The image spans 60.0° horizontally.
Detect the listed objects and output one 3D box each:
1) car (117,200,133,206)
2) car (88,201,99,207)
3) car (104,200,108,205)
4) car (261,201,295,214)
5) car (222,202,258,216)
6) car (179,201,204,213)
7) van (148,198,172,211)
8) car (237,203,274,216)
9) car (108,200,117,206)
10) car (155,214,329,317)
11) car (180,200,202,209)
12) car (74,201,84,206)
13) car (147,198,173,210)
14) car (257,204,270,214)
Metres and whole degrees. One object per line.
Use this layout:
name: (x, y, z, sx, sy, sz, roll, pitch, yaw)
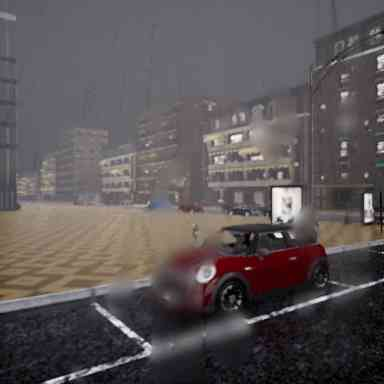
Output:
car: (-16.596, 2.707, 83.764, 1.967, 1.590, 4.097, -1, 0, -36)
car: (-23.378, 2.840, 78.844, 2.008, 1.369, 4.403, -1, 0, -36)
car: (-23.134, 2.977, 92.780, 1.887, 1.381, 4.507, -1, 0, -36)
car: (11.626, 2.005, 45.078, 1.967, 1.590, 4.097, -1, 0, -36)
car: (5.948, 2.105, 38.195, 2.008, 1.369, 4.403, -1, 0, -36)
car: (-0.139, 2.251, 46.664, 1.887, 1.381, 4.507, -1, 0, -36)
van: (-5.065, 2.171, 53.546, 1.690, 1.788, 3.998, -1, 0, -36)
car: (7.667, 2.123, 40.480, 1.994, 1.385, 4.181, 0, -1, -36)
car: (-19.863, 2.915, 88.272, 1.947, 1.339, 4.313, -1, 0, -36)
car: (1.184, 1.466, 7.418, 4.097, 1.590, 1.967, 0, -1, -36)
car: (-0.242, 2.298, 61.227, 1.967, 1.590, 4.097, -1, 0, -36)
car: (-29.918, 2.998, 87.860, 1.887, 1.381, 4.507, -1, 0, -36)
car: (-5.801, 2.112, 59.209, 2.150, 2.045, 5.566, 0, -1, -36)
car: (9.219, 2.024, 33.687, 2.008, 1.369, 4.403, -1, 0, -36)
